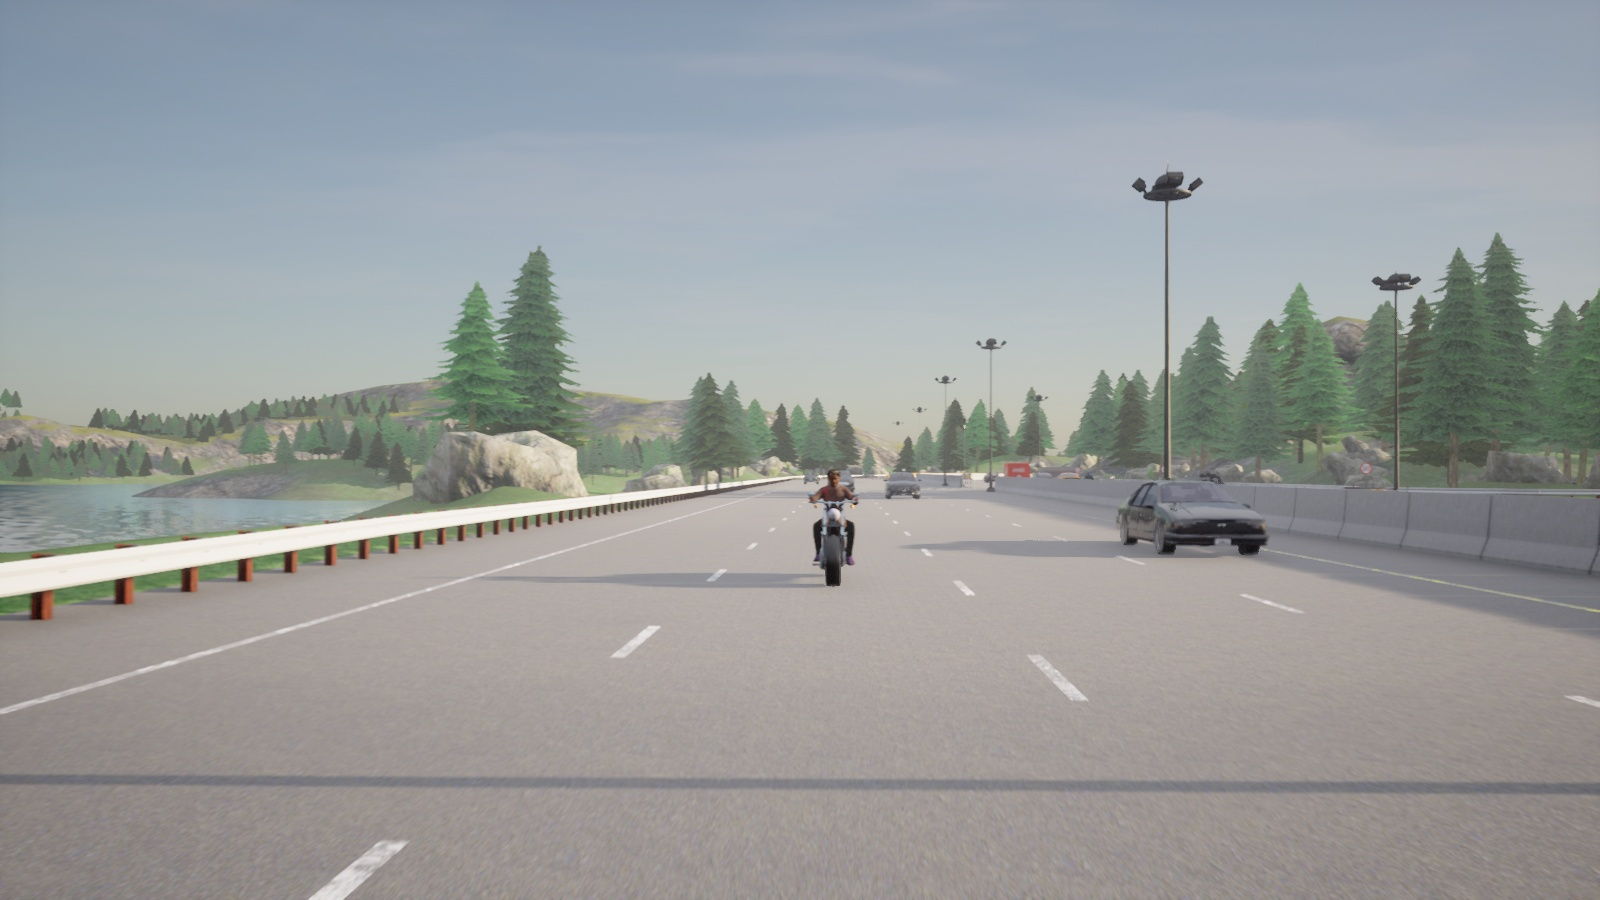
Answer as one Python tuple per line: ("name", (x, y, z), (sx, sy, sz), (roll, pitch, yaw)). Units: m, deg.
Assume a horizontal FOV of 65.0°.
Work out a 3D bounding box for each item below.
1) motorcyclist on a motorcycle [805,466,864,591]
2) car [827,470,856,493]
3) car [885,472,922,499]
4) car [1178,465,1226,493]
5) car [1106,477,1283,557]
("motorcyclist on a motorcycle", (0.494, 1.061, 17.781), (0.766, 1.649, 2.350), (0, -1, 2))
("car", (3.015, 2.252, 90.703), (2.033, 1.649, 4.856), (0, -1, 2))
("car", (5.846, 1.992, 71.289), (1.837, 1.490, 4.892), (0, -1, 2))
("car", (27.354, 1.965, 85.653), (1.932, 1.855, 4.605), (0, -1, 2))
("car", (7.758, 1.257, 25.290), (2.033, 1.411, 5.357), (0, -1, 2))
